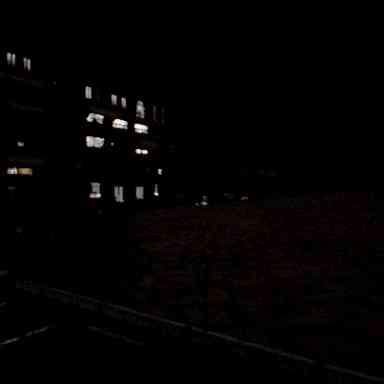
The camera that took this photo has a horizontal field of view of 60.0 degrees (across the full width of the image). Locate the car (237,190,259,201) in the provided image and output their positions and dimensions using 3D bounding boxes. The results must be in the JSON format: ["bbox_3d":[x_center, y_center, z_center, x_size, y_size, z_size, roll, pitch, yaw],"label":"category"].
[{"bbox_3d":[10.475,0.915,59.538,1.752,1.417,4.829,1,1,35],"label":"car"}]

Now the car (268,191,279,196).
[{"bbox_3d":[22.494,0.436,91.647,1.887,1.381,4.507,1,1,35],"label":"car"}]

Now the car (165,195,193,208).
[{"bbox_3d":[-2.294,1.289,41.077,2.008,1.369,4.403,1,1,35],"label":"car"}]

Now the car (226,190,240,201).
[{"bbox_3d":[7.977,0.616,60.676,2.150,2.045,5.566,0,1,35],"label":"car"}]

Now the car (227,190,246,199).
[{"bbox_3d":[9.824,0.547,73.322,2.192,1.841,5.009,1,1,35],"label":"car"}]

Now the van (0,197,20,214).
[{"bbox_3d":[-18.688,1.351,32.101,1.690,1.788,3.998,1,1,35],"label":"van"}]

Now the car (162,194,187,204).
[{"bbox_3d":[-2.849,1.126,55.006,2.008,1.369,4.403,1,1,35],"label":"car"}]

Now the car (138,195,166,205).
[{"bbox_3d":[-6.017,1.227,50.426,1.947,1.339,4.313,1,1,35],"label":"car"}]

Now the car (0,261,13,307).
[{"bbox_3d":[-5.385,1.620,6.704,4.507,1.381,1.887,-1,0,35],"label":"car"}]

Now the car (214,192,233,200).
[{"bbox_3d":[6.558,0.845,68.606,1.752,1.417,4.829,1,1,35],"label":"car"}]

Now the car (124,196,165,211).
[{"bbox_3d":[-5.462,1.370,36.497,1.887,1.381,4.507,1,1,35],"label":"car"}]

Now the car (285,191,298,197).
[{"bbox_3d":[23.727,0.503,79.297,1.882,1.535,5.008,0,1,35],"label":"car"}]

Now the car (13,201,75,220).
[{"bbox_3d":[-11.797,1.566,27.338,1.947,1.339,4.313,1,1,35],"label":"car"}]

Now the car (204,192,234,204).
[{"bbox_3d":[4.042,1.116,50.238,2.008,1.369,4.403,1,1,35],"label":"car"}]

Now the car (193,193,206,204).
[{"bbox_3d":[-0.433,1.230,48.514,1.895,1.301,4.718,0,1,35],"label":"car"}]

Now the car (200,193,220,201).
[{"bbox_3d":[3.487,0.969,64.167,1.947,1.339,4.313,1,1,35],"label":"car"}]
